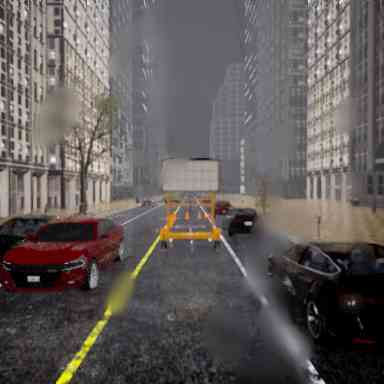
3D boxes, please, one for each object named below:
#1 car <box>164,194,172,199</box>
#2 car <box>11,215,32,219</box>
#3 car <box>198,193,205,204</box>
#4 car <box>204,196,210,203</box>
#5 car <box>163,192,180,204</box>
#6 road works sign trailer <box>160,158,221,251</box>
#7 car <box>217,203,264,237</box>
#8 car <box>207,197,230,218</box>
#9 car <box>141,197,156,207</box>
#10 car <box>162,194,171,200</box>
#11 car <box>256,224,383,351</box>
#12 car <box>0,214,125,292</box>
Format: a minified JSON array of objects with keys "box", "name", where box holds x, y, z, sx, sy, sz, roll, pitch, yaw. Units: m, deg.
[{"box":[-6.099,1.179,85.123,1.802,1.307,4.206,-1,0,0],"name":"car"},{"box":[-5.753,1.514,11.787,1.947,1.339,4.313,-1,0,0],"name":"car"},{"box":[2.414,1.279,56.970,1.887,1.381,4.507,-1,0,0],"name":"car"},{"box":[2.521,1.366,34.569,1.752,1.417,4.829,-1,0,0],"name":"car"},{"box":[-3.270,0.942,56.960,2.150,2.045,5.566,0,0,0],"name":"car"},{"box":[-0.062,0.402,13.718,2.380,3.560,2.880,0,0,0],"name":"road works sign trailer"},{"box":[2.602,1.486,17.472,1.947,1.339,4.313,-1,0,0],"name":"car"},{"box":[2.548,1.412,28.756,1.887,1.381,4.507,-1,0,0],"name":"car"},{"box":[-5.912,1.341,45.634,2.008,1.369,4.403,-1,0,0],"name":"car"},{"box":[-6.072,1.152,79.312,1.752,1.417,4.829,-1,0,0],"name":"car"},{"box":[2.655,1.537,6.186,1.947,1.339,4.313,-1,0,0],"name":"car"},{"box":[-3.142,1.437,9.071,1.882,1.535,5.008,0,0,0],"name":"car"}]
